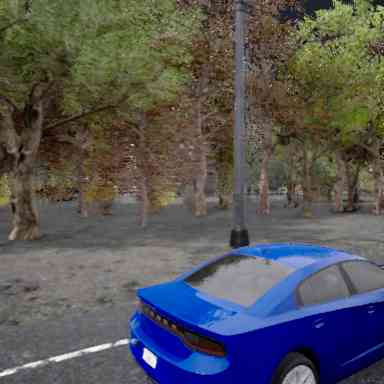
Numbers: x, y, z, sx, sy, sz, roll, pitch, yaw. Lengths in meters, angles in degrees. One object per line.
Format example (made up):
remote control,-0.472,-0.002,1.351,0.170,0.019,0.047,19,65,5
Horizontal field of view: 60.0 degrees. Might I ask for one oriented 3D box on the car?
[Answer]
car,1.638,1.474,4.664,5.008,1.535,1.882,0,0,-34
